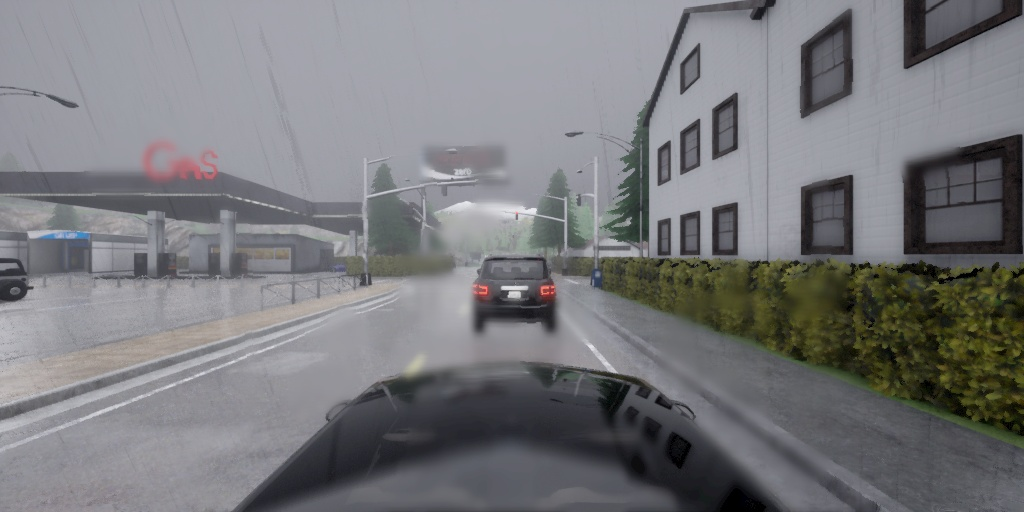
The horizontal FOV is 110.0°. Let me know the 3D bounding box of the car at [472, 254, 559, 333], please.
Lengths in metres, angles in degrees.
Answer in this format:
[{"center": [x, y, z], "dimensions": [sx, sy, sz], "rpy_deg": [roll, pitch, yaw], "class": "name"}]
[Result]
[{"center": [0.085, 0.971, 10.829], "dimensions": [2.150, 2.045, 5.566], "rpy_deg": [0, 0, 0], "class": "car"}]
